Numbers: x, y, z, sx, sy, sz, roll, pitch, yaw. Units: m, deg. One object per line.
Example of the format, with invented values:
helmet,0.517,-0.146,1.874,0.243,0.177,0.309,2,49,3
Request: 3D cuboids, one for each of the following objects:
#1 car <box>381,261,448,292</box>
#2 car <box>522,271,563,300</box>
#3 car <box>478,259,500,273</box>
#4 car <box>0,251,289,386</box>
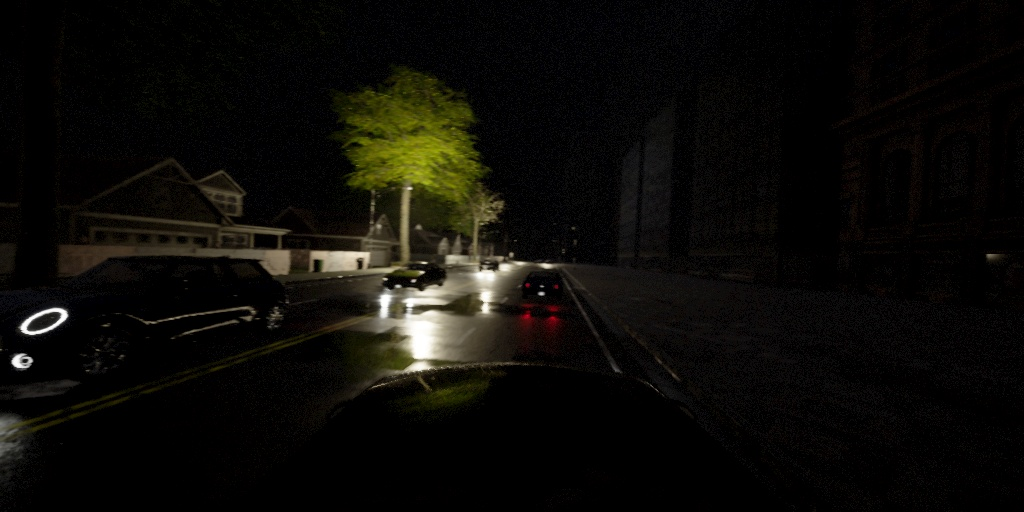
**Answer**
car,-4.947,1.011,19.157,2.033,1.411,5.357,3,0,6
car,1.593,1.406,18.361,1.895,1.301,4.718,3,0,6
car,-2.534,1.049,40.628,2.128,1.511,4.902,3,0,7
car,-6.324,0.765,6.352,2.097,1.767,4.553,3,0,6
